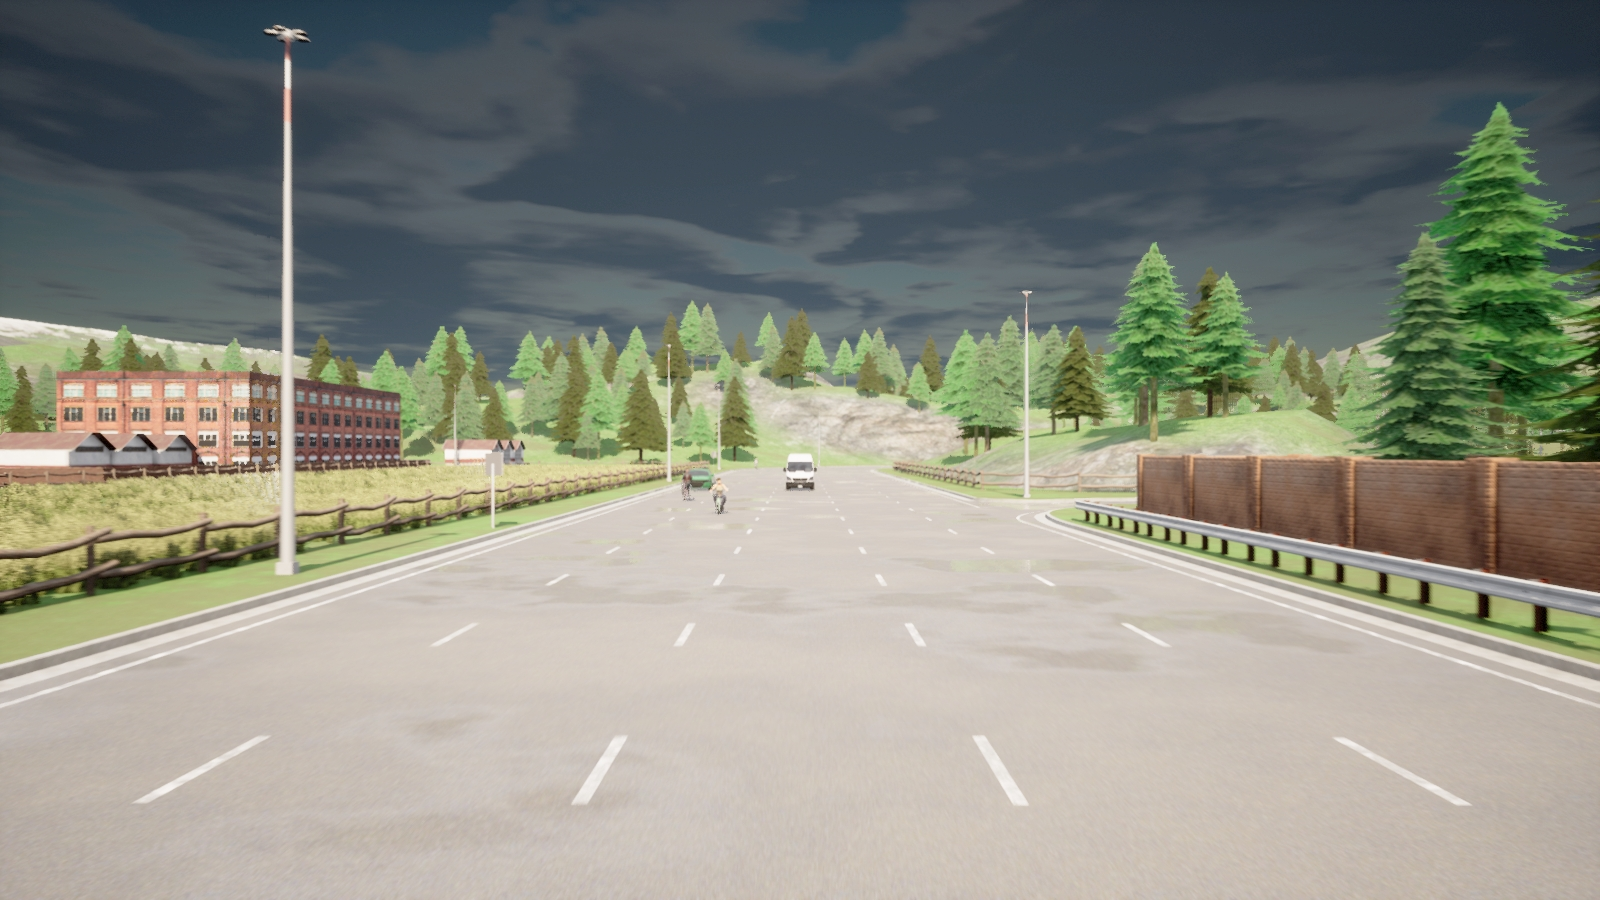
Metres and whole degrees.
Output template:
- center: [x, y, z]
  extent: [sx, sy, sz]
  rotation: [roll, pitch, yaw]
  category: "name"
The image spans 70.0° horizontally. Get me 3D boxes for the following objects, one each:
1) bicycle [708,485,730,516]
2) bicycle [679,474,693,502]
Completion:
- center: [-3.490, 2.174, 49.373]
  extent: [0.859, 1.276, 1.487]
  rotation: [0, 0, 0]
  category: "bicycle"
- center: [-6.243, 2.080, 62.425]
  extent: [0.329, 1.471, 1.835]
  rotation: [1, 0, 7]
  category: "bicycle"
